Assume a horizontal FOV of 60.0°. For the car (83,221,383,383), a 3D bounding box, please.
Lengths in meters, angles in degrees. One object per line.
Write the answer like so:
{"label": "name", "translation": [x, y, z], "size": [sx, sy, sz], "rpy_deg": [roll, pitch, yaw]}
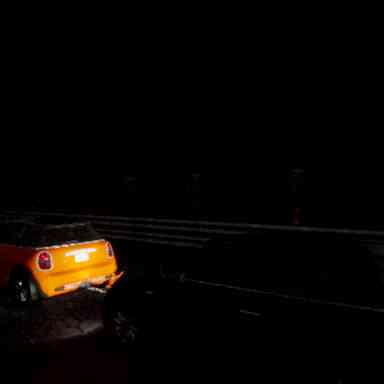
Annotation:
{"label": "car", "translation": [0.772, 1.370, 4.717], "size": [4.553, 1.767, 2.097], "rpy_deg": [-1, 0, 37]}

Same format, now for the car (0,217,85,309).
{"label": "car", "translation": [-4.033, 1.421, 8.311], "size": [4.553, 1.767, 2.097], "rpy_deg": [-1, 0, 37]}
